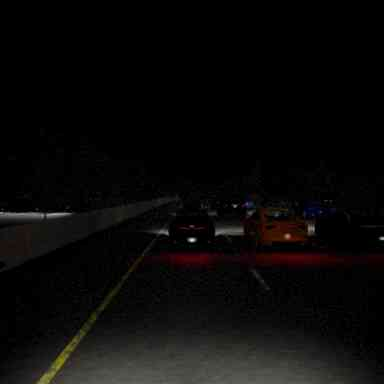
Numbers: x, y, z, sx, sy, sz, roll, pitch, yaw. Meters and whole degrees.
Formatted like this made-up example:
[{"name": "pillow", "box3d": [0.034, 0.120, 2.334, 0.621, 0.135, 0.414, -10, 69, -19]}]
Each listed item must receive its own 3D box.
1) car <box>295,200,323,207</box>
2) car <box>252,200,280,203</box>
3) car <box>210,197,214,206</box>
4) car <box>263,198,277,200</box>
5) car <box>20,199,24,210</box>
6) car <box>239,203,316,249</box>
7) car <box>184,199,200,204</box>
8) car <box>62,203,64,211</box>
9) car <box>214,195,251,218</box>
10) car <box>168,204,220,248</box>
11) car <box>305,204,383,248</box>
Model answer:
[{"name": "car", "box3d": [10.501, 1.487, 29.651, 1.882, 1.535, 5.008, 0, 0, 0]}, {"name": "car", "box3d": [7.002, 1.617, 29.681, 1.895, 1.301, 4.718, 0, 0, 0]}, {"name": "car", "box3d": [3.502, 1.364, 44.821, 2.097, 1.767, 4.553, 0, 0, 0]}, {"name": "car", "box3d": [10.502, 1.487, 44.851, 1.882, 1.535, 5.008, 0, 0, 0]}, {"name": "car", "box3d": [-20.998, 1.587, 39.652, 2.033, 1.411, 5.357, 0, 0, 0]}, {"name": "car", "box3d": [3.501, 1.484, 14.651, 1.882, 1.535, 5.008, 0, 0, 0]}, {"name": "car", "box3d": [0.002, 1.569, 29.651, 1.994, 1.385, 4.181, 0, 0, 0]}, {"name": "car", "box3d": [-13.998, 1.509, 39.851, 2.128, 1.511, 4.902, 0, 0, 0]}, {"name": "car", "box3d": [3.502, 1.257, 29.681, 2.150, 2.045, 5.566, 0, 0, 0]}, {"name": "car", "box3d": [0.001, 1.515, 14.651, 1.837, 1.490, 4.892, 0, 0, 0]}, {"name": "car", "box3d": [7.000, 1.495, 14.651, 2.128, 1.511, 4.902, 0, 0, 0]}]
